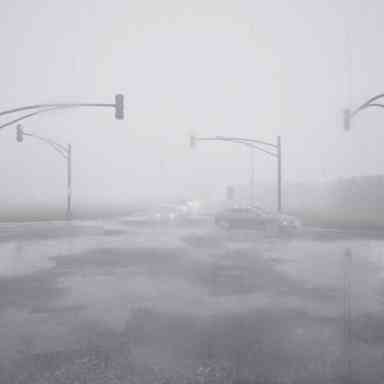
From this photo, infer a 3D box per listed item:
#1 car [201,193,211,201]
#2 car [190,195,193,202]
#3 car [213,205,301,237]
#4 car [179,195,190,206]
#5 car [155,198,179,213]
[{"bbox_3d":[3.411,1.191,79.138,2.150,2.045,5.566,0,0,5],"label":"car"},{"bbox_3d":[-0.768,1.353,70.830,2.128,1.511,4.902,0,0,4],"label":"car"},{"bbox_3d":[3.428,1.495,18.120,4.902,1.511,2.128,0,0,40],"label":"car"},{"bbox_3d":[-1.880,1.590,55.553,1.895,1.301,4.718,0,0,4],"label":"car"},{"bbox_3d":[-2.820,1.525,36.855,1.812,1.442,4.674,0,0,2],"label":"car"}]
